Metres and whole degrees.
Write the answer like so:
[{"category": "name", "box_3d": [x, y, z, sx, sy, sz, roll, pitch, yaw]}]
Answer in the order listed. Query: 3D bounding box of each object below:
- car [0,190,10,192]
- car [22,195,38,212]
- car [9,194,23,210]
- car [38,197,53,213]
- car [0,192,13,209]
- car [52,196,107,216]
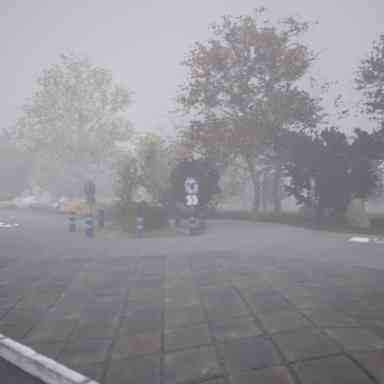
[{"category": "car", "box_3d": [-23.192, 0.787, 40.708, 2.435, 2.045, 5.566, 1, 1, 36]}, {"category": "car", "box_3d": [-14.266, 1.292, 34.157, 2.163, 1.488, 4.792, 1, 1, 36]}, {"category": "car", "box_3d": [-16.492, 1.246, 35.805, 2.002, 1.452, 4.674, 1, 1, 36]}, {"category": "car", "box_3d": [-12.087, 1.190, 32.650, 2.185, 1.767, 4.553, 1, 1, 36]}, {"category": "car", "box_3d": [-18.840, 1.147, 37.284, 1.946, 1.575, 5.366, 1, 1, 36]}, {"category": "car", "box_3d": [-9.869, 1.372, 30.994, 2.097, 1.535, 5.008, 1, 1, 36]}]
